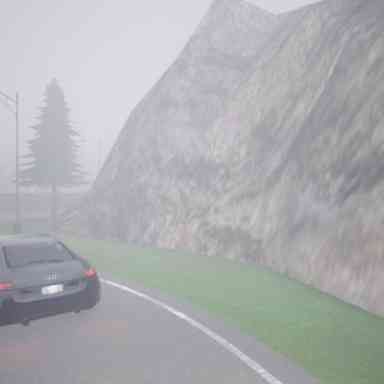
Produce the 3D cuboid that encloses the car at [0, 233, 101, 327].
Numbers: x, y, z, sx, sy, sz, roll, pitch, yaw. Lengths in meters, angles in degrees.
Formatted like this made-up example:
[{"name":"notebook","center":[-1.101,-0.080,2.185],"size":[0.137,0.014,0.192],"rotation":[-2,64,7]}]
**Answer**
[{"name":"car","center":[-3.587,1.563,6.974],"size":[1.994,1.385,4.181],"rotation":[0,0,-41]}]
